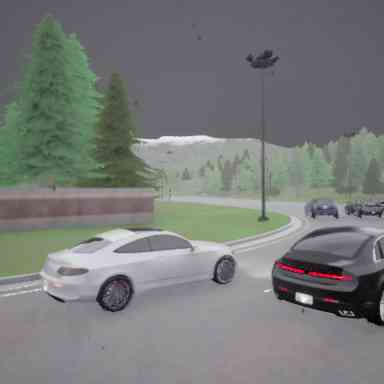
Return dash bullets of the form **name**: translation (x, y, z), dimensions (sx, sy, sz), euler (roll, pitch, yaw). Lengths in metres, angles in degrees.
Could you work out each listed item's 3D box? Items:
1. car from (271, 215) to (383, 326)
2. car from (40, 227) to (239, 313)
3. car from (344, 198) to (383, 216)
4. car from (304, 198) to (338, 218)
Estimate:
- **car**: translation (3.621, 1.489, 7.151), dimensions (4.892, 1.490, 1.837), euler (-1, 1, -43)
- **car**: translation (-0.967, 1.542, 7.729), dimensions (4.674, 1.442, 1.812), euler (-1, 0, -39)
- **car**: translation (14.704, 1.418, 28.716), dimensions (2.128, 1.511, 4.902), euler (0, 0, 8)
- **car**: translation (11.254, 1.303, 29.310), dimensions (2.097, 1.767, 4.553), euler (-1, 0, 9)
